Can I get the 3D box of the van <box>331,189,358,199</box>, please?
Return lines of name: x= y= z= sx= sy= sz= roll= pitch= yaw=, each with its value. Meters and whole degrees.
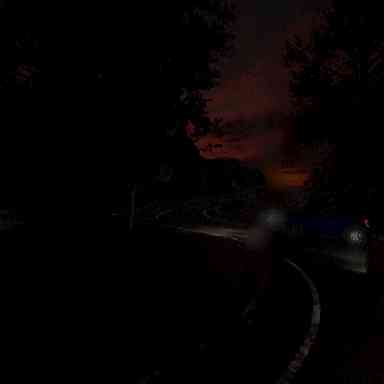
van: x=24.502 y=1.051 z=51.683 sx=4.442 sy=1.987 sz=1.878 roll=1 pitch=2 yaw=17

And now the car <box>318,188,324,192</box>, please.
car: x=30.944 y=0.601 z=72.926 sx=5.008 sy=1.535 sz=2.097 roll=1 pitch=2 yaw=17

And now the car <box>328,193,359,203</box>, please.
car: x=27.016 y=1.053 z=59.625 sx=4.792 sy=1.488 sz=2.163 roll=1 pitch=2 yaw=17

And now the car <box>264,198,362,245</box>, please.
car: x=5.737 y=1.308 z=15.455 sx=4.553 sy=1.767 sz=2.097 roll=2 pitch=0 yaw=22

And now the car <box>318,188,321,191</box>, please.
car: x=31.738 y=0.557 z=75.588 sx=4.674 sy=1.452 sz=2.002 roll=1 pitch=2 yaw=17

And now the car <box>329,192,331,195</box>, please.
car: x=25.433 y=1.223 z=54.306 sx=4.792 sy=1.488 sz=2.163 roll=1 pitch=2 yaw=17

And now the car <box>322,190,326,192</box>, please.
car: x=28.578 y=0.853 z=64.946 sx=5.008 sy=1.535 sz=2.097 roll=1 pitch=2 yaw=17

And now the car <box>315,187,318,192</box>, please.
car: x=34.088 y=0.297 z=83.570 sx=4.792 sy=1.488 sz=2.163 roll=1 pitch=2 yaw=17

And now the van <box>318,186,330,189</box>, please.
van: x=32.646 y=0.210 z=78.203 sx=4.442 sy=1.987 sz=1.878 roll=1 pitch=2 yaw=17

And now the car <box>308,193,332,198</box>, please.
car: x=17.814 y=1.359 z=46.653 sx=1.837 sy=1.490 sz=4.892 roll=1 pitch=1 yaw=13

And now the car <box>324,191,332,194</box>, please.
car: x=26.019 y=1.102 z=57.027 sx=5.366 sy=1.575 sz=1.946 roll=1 pitch=2 yaw=17

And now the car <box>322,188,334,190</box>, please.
car: x=29.395 y=0.644 z=67.594 sx=4.553 sy=1.767 sz=2.185 roll=1 pitch=2 yaw=17

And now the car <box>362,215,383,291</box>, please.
car: x=4.941 y=1.352 z=6.627 sx=2.097 sy=1.767 sz=4.553 roll=1 pitch=0 yaw=20
